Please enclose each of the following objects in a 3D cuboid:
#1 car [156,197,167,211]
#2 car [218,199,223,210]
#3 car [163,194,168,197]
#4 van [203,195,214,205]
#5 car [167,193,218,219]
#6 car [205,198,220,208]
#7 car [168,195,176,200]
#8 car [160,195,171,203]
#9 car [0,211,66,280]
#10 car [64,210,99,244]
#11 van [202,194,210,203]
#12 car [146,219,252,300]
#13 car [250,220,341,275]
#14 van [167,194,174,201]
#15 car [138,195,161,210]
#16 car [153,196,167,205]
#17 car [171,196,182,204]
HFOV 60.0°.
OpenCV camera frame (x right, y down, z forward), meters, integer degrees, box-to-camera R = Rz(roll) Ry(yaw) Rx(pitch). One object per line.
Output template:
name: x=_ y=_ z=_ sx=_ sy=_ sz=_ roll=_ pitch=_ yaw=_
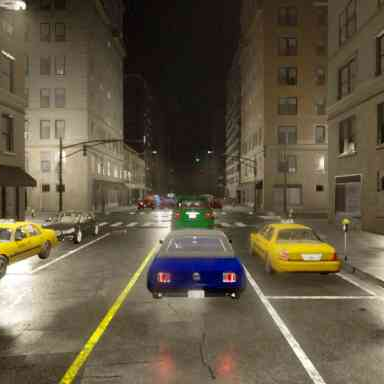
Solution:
car: x=-3.055 y=1.613 z=41.602 sx=1.895 sy=1.301 sz=4.718 roll=0 pitch=0 yaw=0
car: x=2.902 y=1.558 z=42.405 sx=1.887 sy=1.381 sz=4.507 roll=0 pitch=0 yaw=0
car: x=-3.036 y=1.496 z=52.037 sx=1.882 sy=1.535 sz=5.008 roll=0 pitch=0 yaw=0
van: x=2.920 y=1.363 z=58.910 sx=1.690 sy=1.788 sz=3.998 roll=0 pitch=0 yaw=0
car: x=0.004 y=1.225 z=18.237 sx=2.150 sy=2.045 sz=5.566 roll=0 pitch=0 yaw=-1
car: x=2.908 y=1.582 z=47.907 sx=1.947 sy=1.339 sz=4.313 roll=0 pitch=0 yaw=0
car: x=-5.570 y=1.591 z=91.927 sx=2.008 sy=1.369 sz=4.403 roll=0 pitch=0 yaw=0
car: x=-5.594 y=1.468 z=69.922 sx=1.967 sy=1.590 sz=4.097 roll=0 pitch=0 yaw=0
car: x=-5.658 y=1.526 z=9.946 sx=1.752 sy=1.417 sz=4.829 roll=0 pitch=0 yaw=0
car: x=-5.652 y=1.552 z=15.641 sx=2.008 sy=1.369 sz=4.403 roll=0 pitch=0 yaw=0
van: x=2.932 y=1.369 z=69.913 sx=1.690 sy=1.788 sz=3.998 roll=0 pitch=0 yaw=0
car: x=0.092 y=1.601 z=8.367 sx=1.895 sy=1.301 sz=4.718 roll=0 pitch=0 yaw=0
car: x=2.867 y=1.526 z=10.276 sx=1.752 sy=1.417 sz=4.829 roll=0 pitch=0 yaw=0
van: x=-5.576 y=1.378 z=86.427 sx=1.690 sy=1.788 sz=3.998 roll=0 pitch=0 yaw=0
car: x=-5.624 y=1.328 z=42.415 sx=2.192 sy=1.841 sz=5.009 roll=0 pitch=0 yaw=0
car: x=-5.606 y=1.462 z=58.919 sx=1.967 sy=1.590 sz=4.097 roll=0 pitch=0 yaw=0
car: x=-2.979 y=1.503 z=64.190 sx=1.882 sy=1.535 sz=5.008 roll=0 pitch=0 yaw=0
